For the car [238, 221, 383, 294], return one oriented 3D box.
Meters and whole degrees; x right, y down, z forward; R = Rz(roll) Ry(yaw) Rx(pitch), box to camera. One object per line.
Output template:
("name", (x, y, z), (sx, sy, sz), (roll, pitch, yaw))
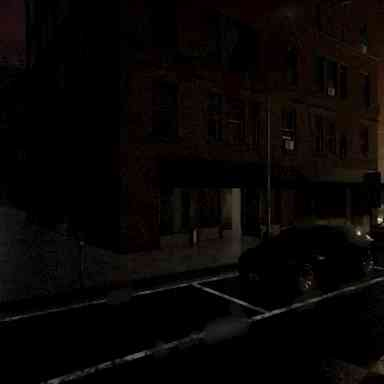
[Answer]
("car", (3.175, 1.565, 8.809), (4.313, 1.339, 1.947), (0, 0, -36))
